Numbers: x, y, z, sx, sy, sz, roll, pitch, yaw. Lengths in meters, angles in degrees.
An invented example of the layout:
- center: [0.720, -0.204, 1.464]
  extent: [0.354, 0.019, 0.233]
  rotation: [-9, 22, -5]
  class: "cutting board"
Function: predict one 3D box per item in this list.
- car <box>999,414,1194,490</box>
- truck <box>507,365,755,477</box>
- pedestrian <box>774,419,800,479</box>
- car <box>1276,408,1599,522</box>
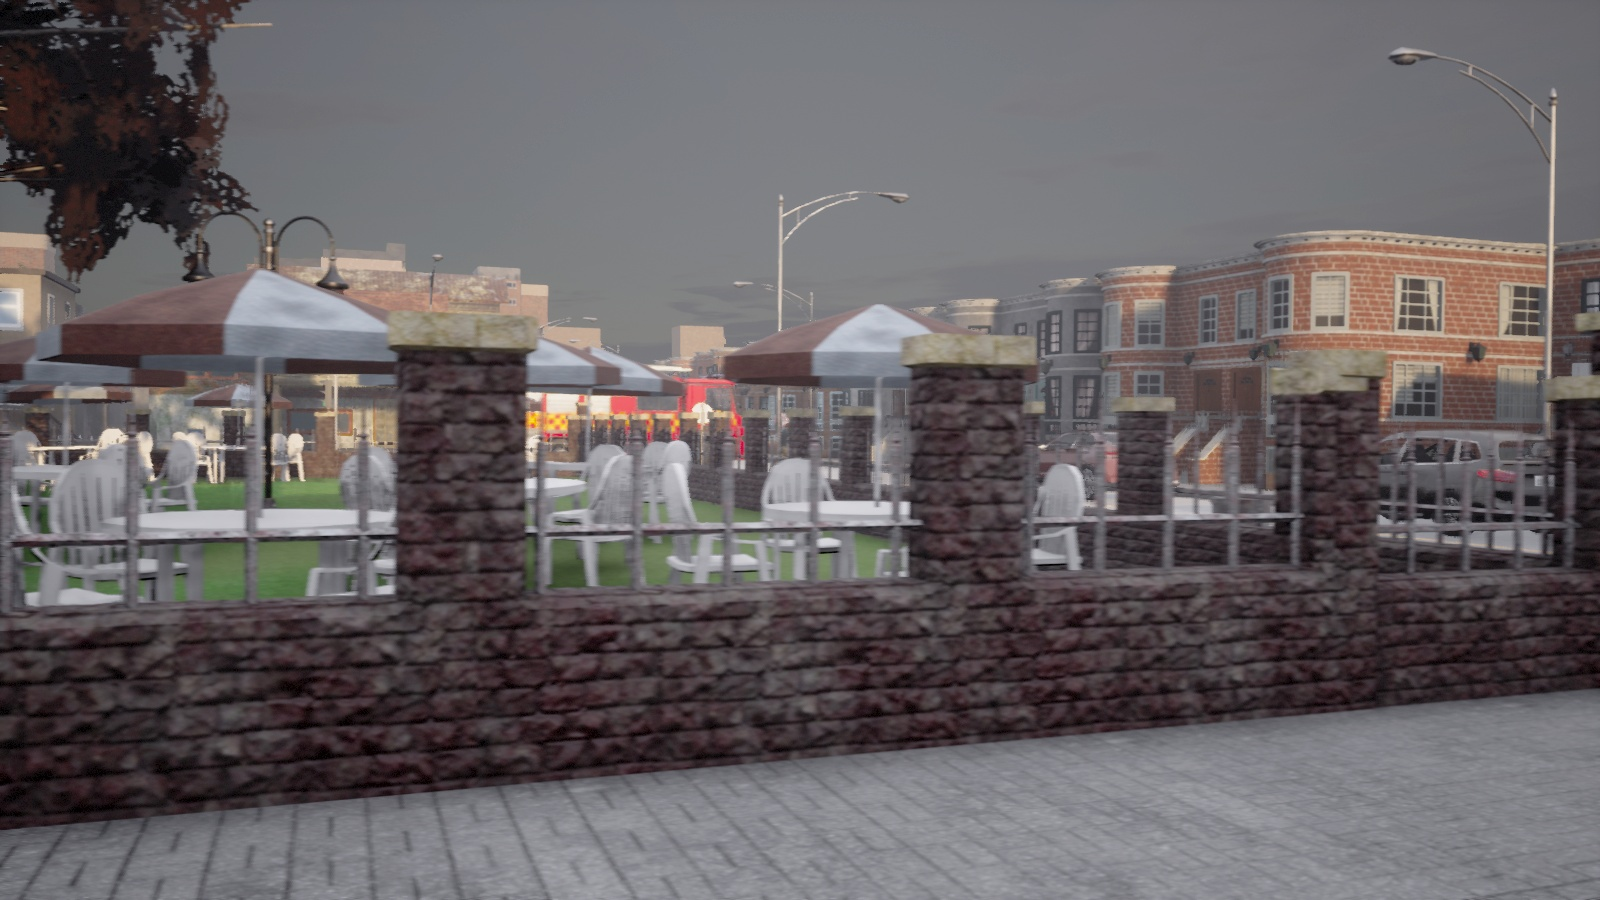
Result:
- center: [7.013, 0.006, 30.374]
  extent: [2.152, 1.651, 5.027]
  rotation: [-1, 1, -20]
  class: "car"
- center: [-6.143, -1.045, 45.703]
  extent: [8.468, 3.827, 2.891]
  rotation: [-1, 0, -20]
  class: "truck"
- center: [-0.398, -0.039, 39.243]
  extent: [0.726, 1.835, 0.370]
  rotation: [-1, 1, -38]
  class: "pedestrian"
- center: [10.523, 0.186, 21.057]
  extent: [2.242, 1.667, 4.611]
  rotation: [-1, 1, -21]
  class: "car"
